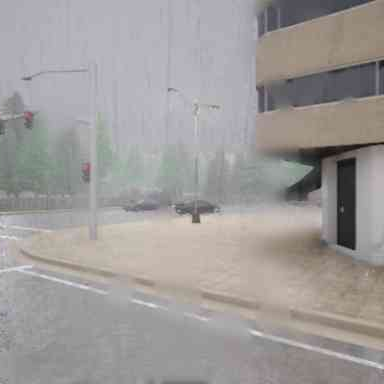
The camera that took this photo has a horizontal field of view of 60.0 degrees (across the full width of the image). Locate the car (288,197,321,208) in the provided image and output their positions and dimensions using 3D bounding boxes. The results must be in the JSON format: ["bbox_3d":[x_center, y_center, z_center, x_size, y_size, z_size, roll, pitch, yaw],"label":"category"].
[{"bbox_3d":[16.271,1.501,46.766,4.181,1.385,1.994,0,0,-9],"label":"car"}]

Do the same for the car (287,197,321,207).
[{"bbox_3d":[16.937,1.461,50.428,4.674,1.442,1.812,0,0,-8],"label":"car"}]

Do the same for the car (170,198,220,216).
[{"bbox_3d":[0.587,1.438,31.499,4.892,1.490,1.837,0,-1,-44],"label":"car"}]

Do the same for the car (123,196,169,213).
[{"bbox_3d":[-5.159,1.453,35.843,4.674,1.442,1.812,0,0,-44],"label":"car"}]

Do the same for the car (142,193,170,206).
[{"bbox_3d":[-5.095,1.147,40.683,5.566,2.045,2.150,0,0,-39],"label":"car"}]
